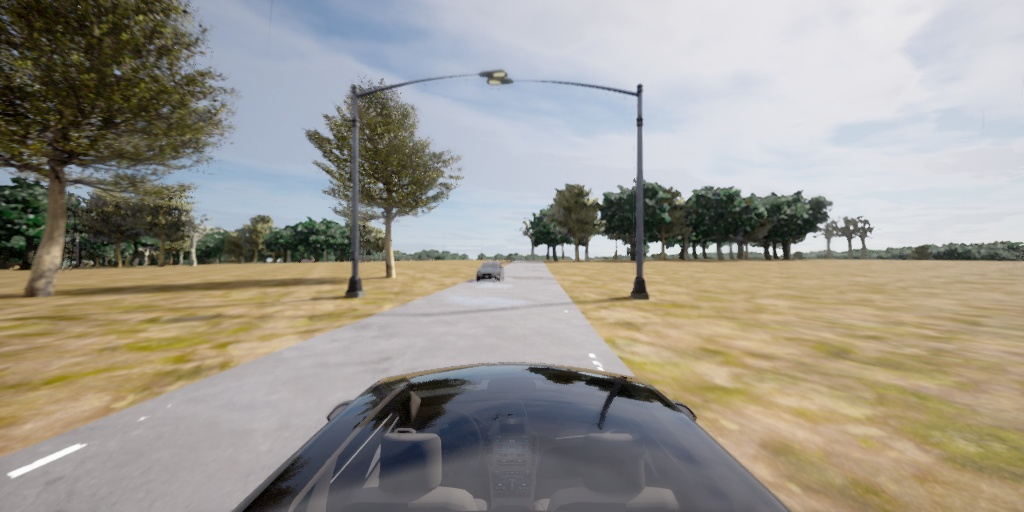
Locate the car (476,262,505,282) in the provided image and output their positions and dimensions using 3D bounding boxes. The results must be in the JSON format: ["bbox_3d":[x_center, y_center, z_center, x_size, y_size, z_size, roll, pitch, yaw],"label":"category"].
[{"bbox_3d":[-1.628,1.207,27.985,1.837,1.490,4.892,0,0,4],"label":"car"}]
